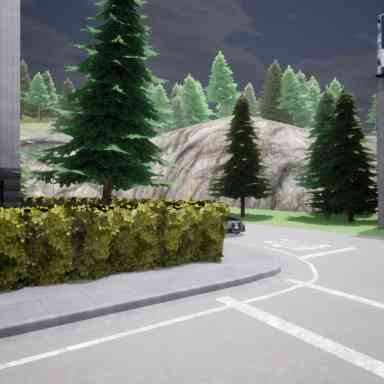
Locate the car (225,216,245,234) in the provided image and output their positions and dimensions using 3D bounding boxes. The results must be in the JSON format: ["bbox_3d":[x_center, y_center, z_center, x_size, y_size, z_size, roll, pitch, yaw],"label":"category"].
[{"bbox_3d":[1.079,1.740,19.501,1.994,1.385,4.181,0,0,-42],"label":"car"}]
